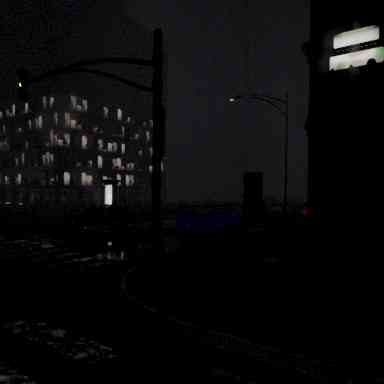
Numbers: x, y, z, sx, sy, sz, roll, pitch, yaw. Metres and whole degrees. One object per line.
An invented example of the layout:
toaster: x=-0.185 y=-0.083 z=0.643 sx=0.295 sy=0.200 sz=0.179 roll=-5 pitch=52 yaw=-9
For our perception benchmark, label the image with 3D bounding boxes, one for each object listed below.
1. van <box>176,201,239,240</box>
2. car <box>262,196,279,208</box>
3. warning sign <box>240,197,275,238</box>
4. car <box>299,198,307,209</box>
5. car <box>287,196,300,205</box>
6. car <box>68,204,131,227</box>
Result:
van: x=0.893 y=1.367 z=16.976 sx=1.690 sy=1.788 sz=3.998 roll=1 pitch=1 yaw=35
car: x=10.094 y=1.292 z=44.377 sx=1.967 sy=1.590 sz=4.097 roll=1 pitch=1 yaw=35
warning sign: x=3.174 y=1.176 z=16.082 sx=1.300 sy=1.860 sz=1.060 roll=1 pitch=1 yaw=35
car: x=15.650 y=1.441 z=42.301 sx=1.837 sy=1.490 sz=4.892 roll=1 pitch=1 yaw=36
car: x=16.408 y=1.362 z=53.257 sx=1.752 sy=1.417 sz=4.829 roll=1 pitch=1 yaw=35
car: x=-5.939 y=1.466 z=21.836 sx=1.947 sy=1.339 sz=4.313 roll=1 pitch=1 yaw=35
